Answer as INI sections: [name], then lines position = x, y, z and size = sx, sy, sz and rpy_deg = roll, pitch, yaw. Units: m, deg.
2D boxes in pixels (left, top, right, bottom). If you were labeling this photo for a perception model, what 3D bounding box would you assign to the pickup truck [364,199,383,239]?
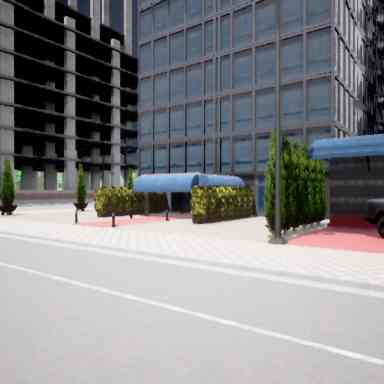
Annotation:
[pickup truck]
position = 10.097, 1.015, 12.785
size = 2.390, 2.098, 6.274
rpy_deg = 0, 0, -24
